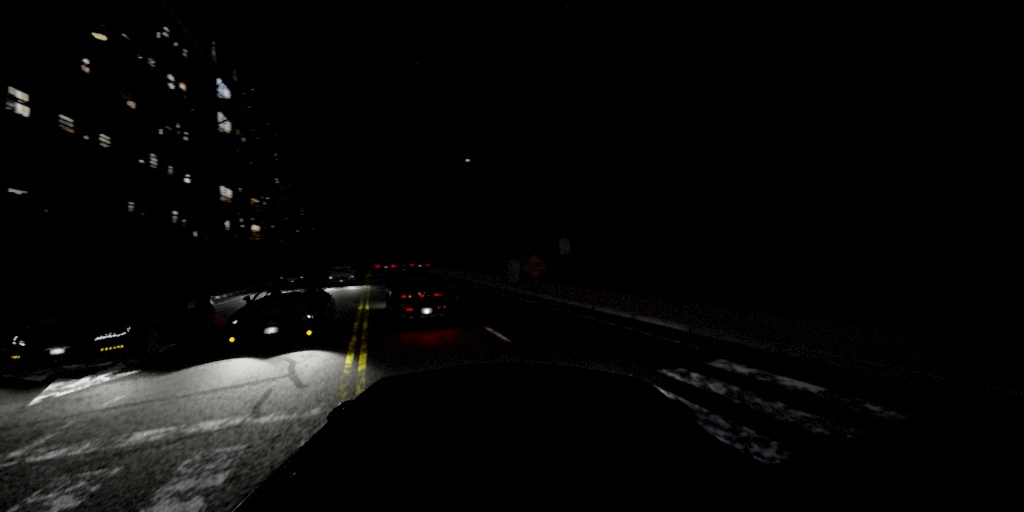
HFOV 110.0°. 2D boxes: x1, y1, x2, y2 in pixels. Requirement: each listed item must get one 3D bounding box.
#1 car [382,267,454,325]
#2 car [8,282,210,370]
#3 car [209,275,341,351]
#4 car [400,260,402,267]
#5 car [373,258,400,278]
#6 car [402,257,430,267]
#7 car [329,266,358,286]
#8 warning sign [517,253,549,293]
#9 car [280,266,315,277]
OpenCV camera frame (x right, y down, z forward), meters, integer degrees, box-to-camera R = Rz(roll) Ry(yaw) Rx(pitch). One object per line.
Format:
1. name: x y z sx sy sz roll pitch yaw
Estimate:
1. car: -3.268 1.294 12.271 1.837 1.490 4.892 -1 0 -21
2. car: -9.077 1.452 8.713 1.837 1.490 4.892 -2 1 -21
3. car: -5.944 1.429 9.626 1.994 1.385 4.181 -2 0 -21
4. car: -14.461 1.446 49.434 2.128 1.511 4.902 -2 0 -21
5. car: -13.367 1.188 37.821 2.150 2.045 5.566 -2 0 -21
6. car: -10.247 1.105 38.755 2.150 2.045 5.566 -2 0 -21
7. car: -13.087 1.518 27.860 1.812 1.442 4.674 -2 0 -21
8. warning sign: 1.165 0.775 17.412 1.300 1.860 1.060 0 0 -21
9. car: -16.593 1.573 27.907 2.128 1.511 4.902 -2 0 -21
